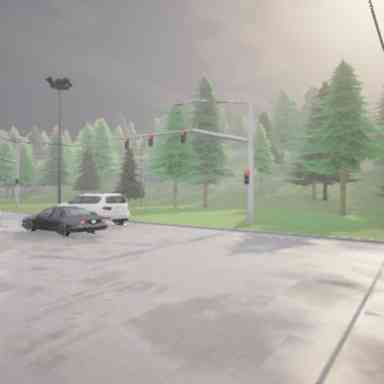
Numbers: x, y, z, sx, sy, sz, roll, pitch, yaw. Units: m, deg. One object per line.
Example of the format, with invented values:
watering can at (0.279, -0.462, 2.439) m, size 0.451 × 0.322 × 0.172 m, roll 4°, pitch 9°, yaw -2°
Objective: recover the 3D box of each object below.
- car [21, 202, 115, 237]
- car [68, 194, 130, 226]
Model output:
car at (-6.754, 1.457, 17.397) m, size 5.357 × 1.411 × 2.033 m, roll 0°, pitch 0°, yaw 35°
car at (-6.467, 1.118, 21.487) m, size 5.566 × 2.045 × 2.150 m, roll 0°, pitch 0°, yaw 35°
